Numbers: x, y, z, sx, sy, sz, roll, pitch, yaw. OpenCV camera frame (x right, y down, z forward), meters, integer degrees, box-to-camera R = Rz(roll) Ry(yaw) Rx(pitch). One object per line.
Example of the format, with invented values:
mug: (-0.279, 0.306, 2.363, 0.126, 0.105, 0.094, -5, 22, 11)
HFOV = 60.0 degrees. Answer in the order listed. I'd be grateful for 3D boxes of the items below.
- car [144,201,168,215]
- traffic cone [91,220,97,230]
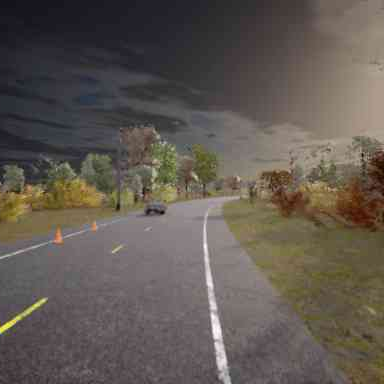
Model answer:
car: (-3.695, 1.612, 35.143, 2.033, 1.411, 5.357, 0, 0, 4)
traffic cone: (-5.898, 1.979, 20.167, 0.340, 0.580, 0.340, 0, 0, 2)
